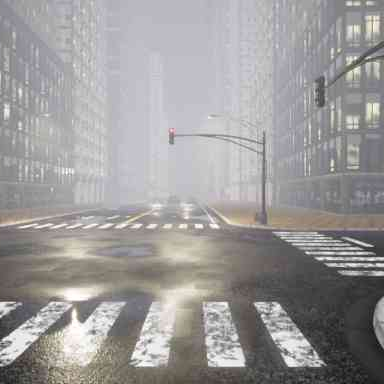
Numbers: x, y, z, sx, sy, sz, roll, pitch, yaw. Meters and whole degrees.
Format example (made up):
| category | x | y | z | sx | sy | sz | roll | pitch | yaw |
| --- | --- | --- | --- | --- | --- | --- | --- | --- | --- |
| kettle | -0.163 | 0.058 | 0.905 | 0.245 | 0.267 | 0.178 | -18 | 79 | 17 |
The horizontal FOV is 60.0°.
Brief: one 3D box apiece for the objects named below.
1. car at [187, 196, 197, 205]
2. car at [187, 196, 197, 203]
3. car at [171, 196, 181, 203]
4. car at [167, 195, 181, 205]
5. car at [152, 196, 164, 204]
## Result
| category | x | y | z | sx | sy | sz | roll | pitch | yaw |
| --- | --- | --- | --- | --- | --- | --- | --- | --- | --- |
| car | -0.018 | 1.703 | 60.577 | 1.895 | 1.301 | 4.718 | 0 | 0 | 0 |
| car | -0.021 | 1.541 | 70.549 | 1.994 | 1.385 | 4.181 | 0 | 0 | 0 |
| car | -3.271 | 1.565 | 70.162 | 1.895 | 1.301 | 4.718 | 0 | 0 | 0 |
| car | -3.268 | 1.453 | 60.101 | 2.097 | 1.767 | 4.553 | 0 | 0 | 0 |
| car | -6.519 | 1.608 | 64.298 | 2.128 | 1.511 | 4.902 | 0 | 0 | 0 |
